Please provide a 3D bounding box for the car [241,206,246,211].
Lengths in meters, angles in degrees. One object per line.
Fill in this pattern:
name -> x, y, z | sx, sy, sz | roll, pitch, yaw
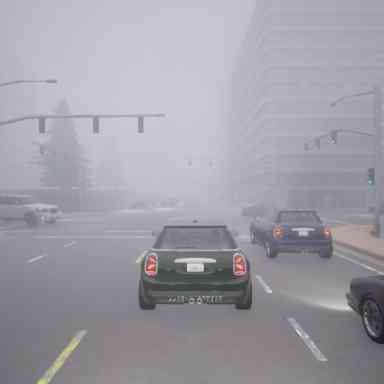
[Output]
car -> 6.223, 1.497, 26.807 | 4.674, 1.442, 1.812 | 0, 0, -1

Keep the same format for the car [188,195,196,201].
car -> 0.000, 1.525, 81.125 | 2.128, 1.511, 4.902 | 0, 0, 0

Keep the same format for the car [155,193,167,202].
car -> -7.000, 1.225, 74.567 | 2.150, 2.045, 5.566 | 0, 0, 0

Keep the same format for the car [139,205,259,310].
car -> 0.071, 1.352, 7.988 | 2.097, 1.767, 4.553 | 0, 0, 0

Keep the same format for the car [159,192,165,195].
car -> -7.048, 1.221, 63.922 | 2.150, 2.045, 5.566 | 0, 0, 1

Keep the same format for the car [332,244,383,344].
car -> 3.599, 1.547, 3.351 | 2.033, 1.411, 5.357 | 0, 0, 0

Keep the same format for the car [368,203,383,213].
car -> 19.936, 1.492, 32.455 | 5.357, 1.411, 2.033 | 0, 0, -18

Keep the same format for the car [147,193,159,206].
car -> -7.089, 1.352, 54.508 | 2.097, 1.767, 4.553 | 0, 0, 0

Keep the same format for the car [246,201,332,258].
car -> 3.587, 1.352, 12.827 | 2.097, 1.767, 4.553 | 0, 0, 0

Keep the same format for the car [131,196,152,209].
car -> -7.100, 1.601, 45.613 | 1.895, 1.301, 4.718 | 0, 0, 0

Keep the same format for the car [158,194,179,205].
car -> -3.597, 1.491, 51.082 | 2.128, 1.511, 4.902 | 0, 0, 0

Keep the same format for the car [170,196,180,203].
car -> -3.500, 1.595, 71.100 | 1.895, 1.301, 4.718 | 0, 0, 0

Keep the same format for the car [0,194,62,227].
car -> -11.563, 1.187, 22.262 | 5.566, 2.045, 2.150 | 0, -1, 13
